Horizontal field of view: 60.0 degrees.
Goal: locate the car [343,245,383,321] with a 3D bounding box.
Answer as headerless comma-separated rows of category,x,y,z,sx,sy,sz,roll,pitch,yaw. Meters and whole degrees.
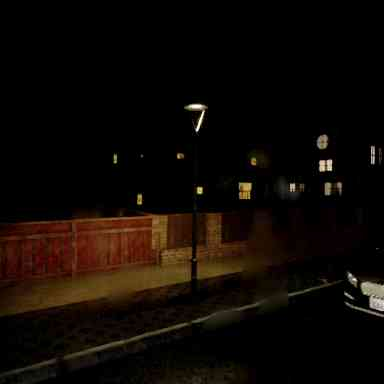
car,4.936,1.493,6.578,4.902,1.511,2.128,0,0,-35
